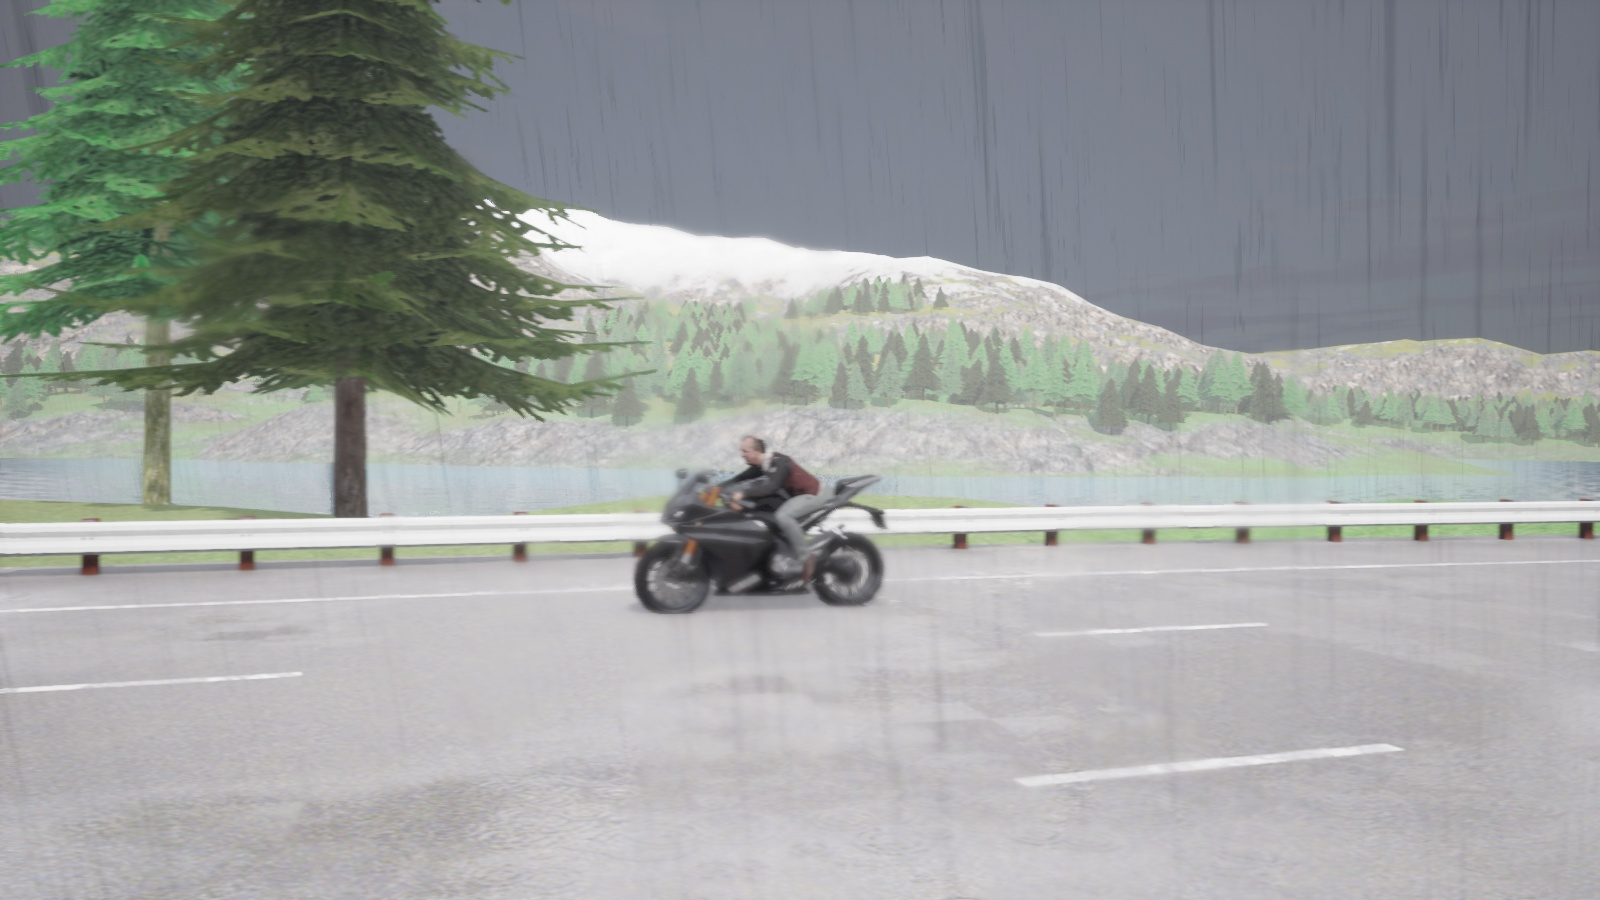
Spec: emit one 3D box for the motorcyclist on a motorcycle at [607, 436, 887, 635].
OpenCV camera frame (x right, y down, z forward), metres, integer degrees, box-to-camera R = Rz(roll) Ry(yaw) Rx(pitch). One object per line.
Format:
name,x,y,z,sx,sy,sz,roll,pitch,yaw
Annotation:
motorcyclist on a motorcycle,-0.447,0.661,10.615,2.191,1.530,0.866,-1,2,-20
